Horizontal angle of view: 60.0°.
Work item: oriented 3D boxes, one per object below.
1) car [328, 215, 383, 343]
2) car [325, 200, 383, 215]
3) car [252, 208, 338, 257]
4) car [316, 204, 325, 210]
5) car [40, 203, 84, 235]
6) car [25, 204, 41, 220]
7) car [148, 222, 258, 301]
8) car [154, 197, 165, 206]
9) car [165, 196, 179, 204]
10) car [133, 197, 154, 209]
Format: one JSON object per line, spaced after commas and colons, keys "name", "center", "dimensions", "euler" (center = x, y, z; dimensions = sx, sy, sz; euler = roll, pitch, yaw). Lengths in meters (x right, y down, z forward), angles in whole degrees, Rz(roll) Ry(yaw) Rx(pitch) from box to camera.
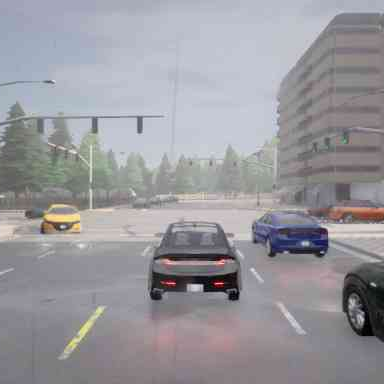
{"name": "car", "center": [3.600, 1.352, 3.829], "dimensions": [2.097, 1.767, 4.553], "euler": [0, 0, 0]}
{"name": "car", "center": [12.791, 1.410, 24.821], "dimensions": [4.553, 1.767, 2.097], "euler": [0, 0, 0]}
{"name": "car", "center": [3.586, 1.478, 12.980], "dimensions": [1.882, 1.535, 5.008], "euler": [0, 0, 0]}
{"name": "car", "center": [12.476, 1.659, 28.316], "dimensions": [4.718, 1.301, 1.895], "euler": [0, 0, 0]}
{"name": "car", "center": [-7.369, 1.477, 19.066], "dimensions": [1.882, 1.535, 5.008], "euler": [2, -1, -21]}
{"name": "car", "center": [-12.025, 1.610, 28.630], "dimensions": [4.181, 1.385, 1.994], "euler": [0, 0, -8]}
{"name": "car", "center": [0.068, 1.492, 8.335], "dimensions": [2.128, 1.511, 4.902], "euler": [0, 0, 0]}
{"name": "car", "center": [-6.361, 1.525, 56.316], "dimensions": [1.812, 1.442, 4.674], "euler": [0, 0, 8]}
{"name": "car", "center": [-4.216, 1.505, 66.285], "dimensions": [1.837, 1.490, 4.892], "euler": [0, 0, 20]}
{"name": "car", "center": [-6.979, 1.525, 46.413], "dimensions": [1.812, 1.442, 4.674], "euler": [0, 0, 2]}
